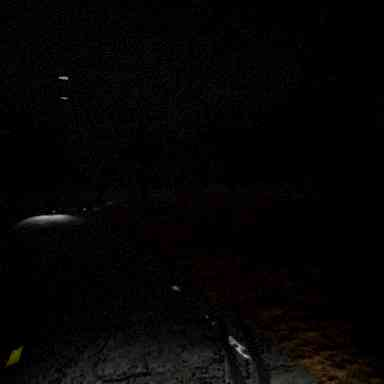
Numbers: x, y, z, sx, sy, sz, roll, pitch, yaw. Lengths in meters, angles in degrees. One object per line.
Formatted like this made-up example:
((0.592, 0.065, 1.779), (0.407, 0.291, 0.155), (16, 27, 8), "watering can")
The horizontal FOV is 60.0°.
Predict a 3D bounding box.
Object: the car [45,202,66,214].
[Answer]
((-16.144, 1.910, 39.494), (1.895, 1.301, 4.718), (1, -1, -17), "car")

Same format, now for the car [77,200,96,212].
((-14.189, 1.904, 44.306), (1.895, 1.301, 4.718), (-1, 0, -15), "car")

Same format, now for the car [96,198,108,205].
((-17.893, 1.880, 65.670), (1.895, 1.301, 4.718), (-1, 1, -3), "car")
